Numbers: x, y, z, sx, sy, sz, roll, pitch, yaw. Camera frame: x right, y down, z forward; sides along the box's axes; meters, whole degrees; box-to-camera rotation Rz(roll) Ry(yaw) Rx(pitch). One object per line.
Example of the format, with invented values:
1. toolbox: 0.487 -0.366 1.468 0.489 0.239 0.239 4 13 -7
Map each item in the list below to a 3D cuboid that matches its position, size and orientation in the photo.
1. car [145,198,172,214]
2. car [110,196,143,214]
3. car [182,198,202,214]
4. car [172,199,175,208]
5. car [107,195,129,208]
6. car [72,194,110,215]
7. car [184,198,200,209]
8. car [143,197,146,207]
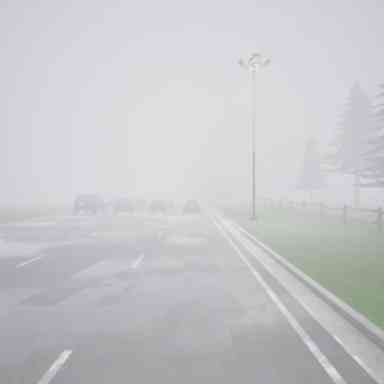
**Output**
1. car: -3.480 1.506 35.768 1.837 1.490 4.892 0 0 0
2. car: -6.983 1.352 35.650 2.097 1.767 4.553 0 0 0
3. car: 0.011 1.564 35.555 1.994 1.385 4.181 0 0 1
4. car: -3.465 1.601 46.983 1.895 1.301 4.718 0 0 1
5. car: -10.461 1.352 47.313 2.097 1.767 4.553 0 0 1
6. car: -10.494 1.224 34.391 2.150 2.045 5.566 0 0 0
7. car: 0.025 1.548 46.085 2.033 1.411 5.357 0 0 0
8. car: -6.968 1.507 46.576 1.837 1.490 4.892 0 0 1
